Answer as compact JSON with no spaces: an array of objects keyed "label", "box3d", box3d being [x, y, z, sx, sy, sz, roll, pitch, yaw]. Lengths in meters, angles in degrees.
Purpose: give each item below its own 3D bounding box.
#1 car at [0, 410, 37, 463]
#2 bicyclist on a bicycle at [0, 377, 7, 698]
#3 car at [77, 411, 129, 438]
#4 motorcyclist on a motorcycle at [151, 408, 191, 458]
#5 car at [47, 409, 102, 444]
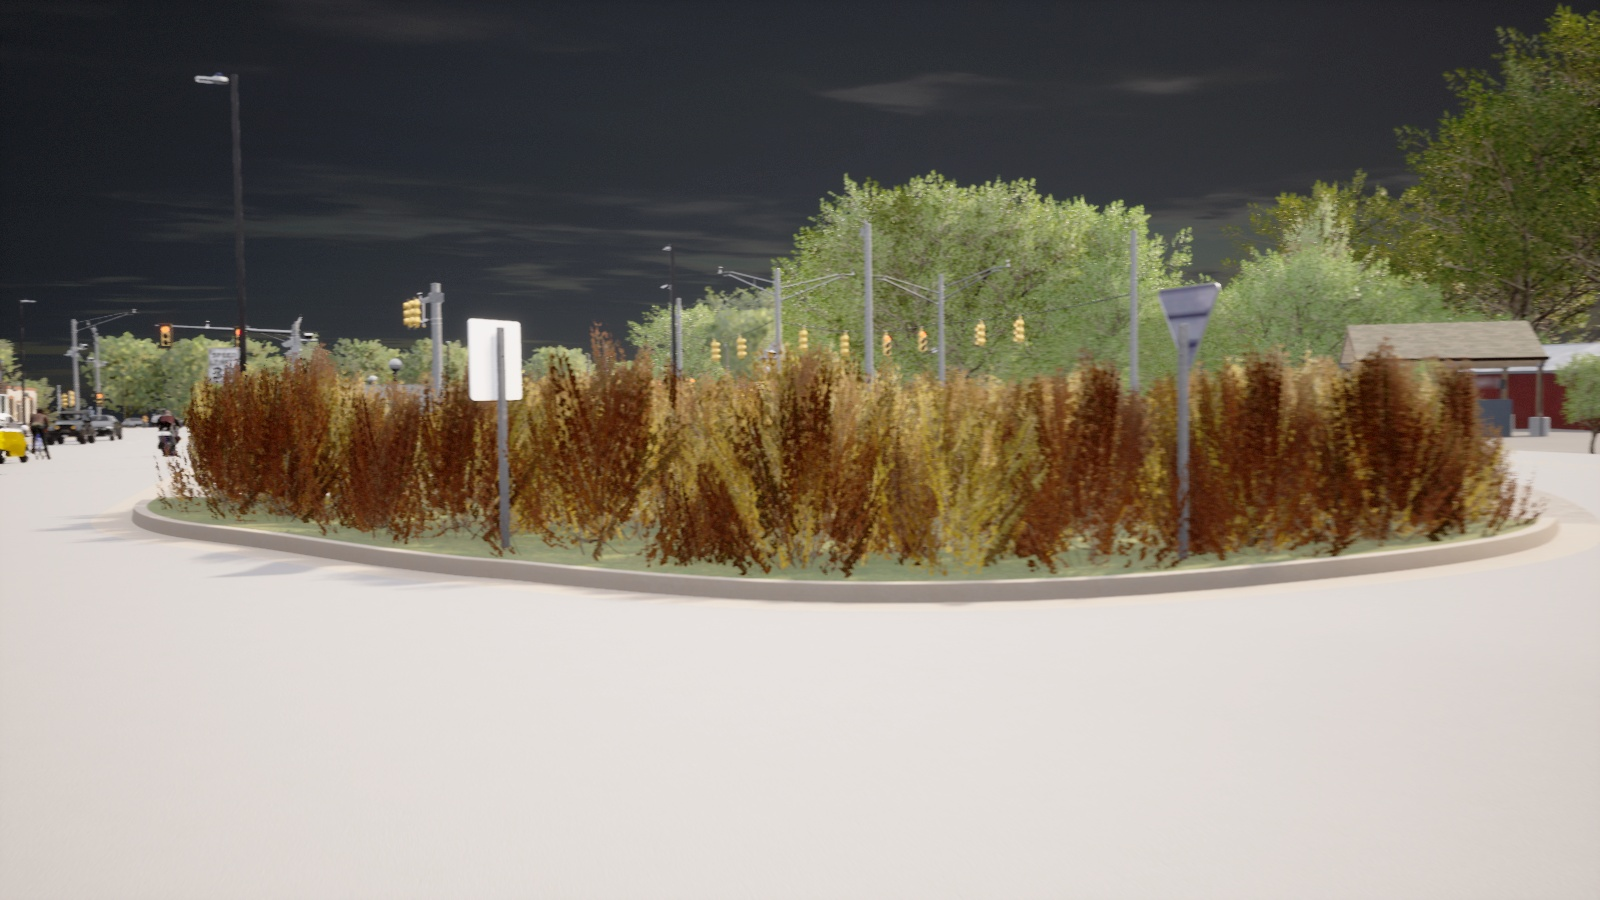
[{"label":"car","box3d":[-21.623,-0.352,33.750,1.481,1.376,2.207,-2,2,-21]},{"label":"bicyclist on a bicycle","box3d":[-5.368,0.457,6.987,1.843,1.776,0.659,2,3,22]},{"label":"car","box3d":[-44.120,-1.648,79.576,2.152,1.651,5.027,-2,2,-21]},{"label":"motorcyclist on a motorcycle","box3d":[-20.342,-0.545,40.648,0.866,1.530,2.191,-2,1,-20]},{"label":"car","box3d":[-40.810,-1.344,70.750,1.905,1.878,3.866,-2,2,-19]}]
